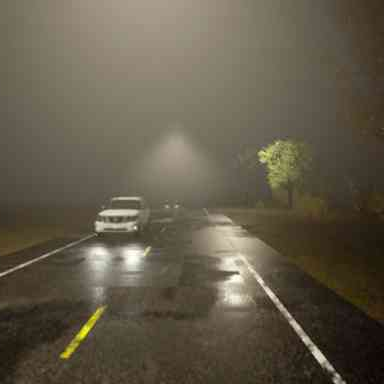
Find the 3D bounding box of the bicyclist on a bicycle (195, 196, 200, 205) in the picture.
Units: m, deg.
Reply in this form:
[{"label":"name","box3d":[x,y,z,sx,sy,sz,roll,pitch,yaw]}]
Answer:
[{"label":"bicyclist on a bicycle","box3d":[0.961,1.596,61.853,0.866,1.612,1.509,0,0,0]}]

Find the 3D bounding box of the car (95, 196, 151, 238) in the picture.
[{"label":"car","box3d":[-3.598,1.277,18.360,2.150,2.045,5.566,0,0,0]}]

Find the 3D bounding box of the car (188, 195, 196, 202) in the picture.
[{"label":"car","box3d":[0.004,1.664,80.252,1.994,1.385,4.181,0,0,0]}]

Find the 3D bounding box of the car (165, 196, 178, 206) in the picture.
[{"label":"car","box3d":[-3.545,1.506,59.399,2.097,1.767,4.553,0,0,0]}]

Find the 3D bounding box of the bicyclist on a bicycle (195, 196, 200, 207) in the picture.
[{"label":"bicyclist on a bicycle","box3d":[0.964,1.510,52.852,0.659,1.776,1.843,0,0,0]}]
